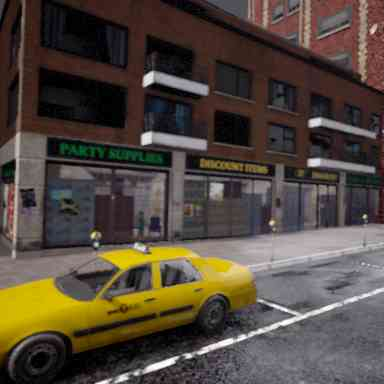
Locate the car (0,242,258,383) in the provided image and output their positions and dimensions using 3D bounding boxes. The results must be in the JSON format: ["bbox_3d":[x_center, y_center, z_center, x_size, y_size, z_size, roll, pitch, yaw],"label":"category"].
[{"bbox_3d":[-1.053,1.541,5.323,4.829,1.417,1.752,0,1,-35],"label":"car"}]
